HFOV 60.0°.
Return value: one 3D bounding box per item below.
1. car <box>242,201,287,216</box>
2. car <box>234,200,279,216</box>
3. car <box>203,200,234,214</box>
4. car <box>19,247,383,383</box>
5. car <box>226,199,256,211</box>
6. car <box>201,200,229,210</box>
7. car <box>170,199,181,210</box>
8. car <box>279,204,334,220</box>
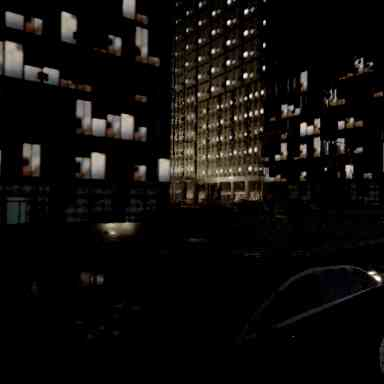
[{"bbox_3d":[7.652,1.700,35.657,1.812,1.442,4.674,1,-1,-35],"label":"car"},{"bbox_3d":[6.501,1.545,32.593,1.967,1.590,4.097,0,-1,-35],"label":"car"},{"bbox_3d":[3.343,1.683,37.111,1.752,1.417,4.829,0,-1,-35],"label":"car"},{"bbox_3d":[0.720,1.489,3.877,4.902,1.511,2.128,0,0,-35],"label":"car"},{"bbox_3d":[6.859,1.790,46.709,1.967,1.590,4.097,0,-1,-35],"label":"car"},{"bbox_3d":[3.506,1.931,51.505,1.752,1.417,4.829,0,-1,-35],"label":"car"},{"bbox_3d":[-3.266,1.708,46.568,1.967,1.590,4.097,0,-1,-35],"label":"car"},{"bbox_3d":[9.756,1.633,27.933,1.802,1.307,4.206,0,-1,-35],"label":"car"}]
